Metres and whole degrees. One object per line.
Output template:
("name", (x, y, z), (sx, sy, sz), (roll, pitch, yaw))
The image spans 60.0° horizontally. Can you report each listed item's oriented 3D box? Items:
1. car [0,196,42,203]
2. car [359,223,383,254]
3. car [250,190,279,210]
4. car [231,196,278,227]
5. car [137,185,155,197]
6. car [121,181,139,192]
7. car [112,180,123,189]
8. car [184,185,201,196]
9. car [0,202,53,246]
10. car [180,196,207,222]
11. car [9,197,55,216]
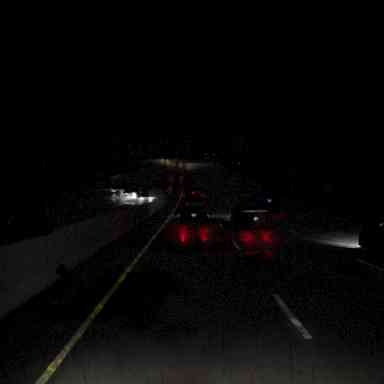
("car", (-10.593, 1.154, 19.001), (2.097, 1.767, 4.553), (0, 1, 0))
("car", (7.099, 1.454, 10.498), (1.994, 1.385, 4.181), (0, 1, 0))
("car", (7.098, 0.838, 33.162), (2.150, 2.045, 5.566), (0, 1, 0))
("car", (3.599, 1.271, 21.134), (2.128, 1.511, 4.902), (0, 1, 0))
("car", (-7.067, -0.189, 52.959), (1.837, 1.490, 4.892), (0, 6, 0))
("car", (-10.541, -0.889, 58.880), (2.128, 1.511, 4.902), (0, 7, 1))
("car", (-13.995, -1.526, 64.163), (1.812, 1.442, 4.674), (0, 8, 0))
("car", (0.098, -0.005, 48.004), (2.150, 2.045, 5.566), (0, 5, 0))
("car", (-7.096, 1.361, 12.447), (2.128, 1.511, 4.902), (0, 1, 0))
("car", (0.099, 1.282, 23.455), (1.812, 1.442, 4.674), (0, 0, 0))
("car", (-14.090, 1.214, 29.597), (1.812, 1.442, 4.674), (0, 1, 0))
